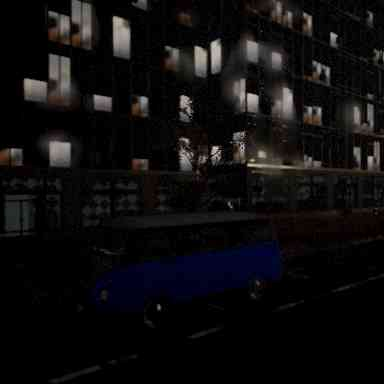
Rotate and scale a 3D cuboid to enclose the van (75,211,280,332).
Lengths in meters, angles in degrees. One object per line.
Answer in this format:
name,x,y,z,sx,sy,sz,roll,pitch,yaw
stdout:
van,-0.075,1.315,6.511,3.998,1.788,1.690,-1,0,-36
